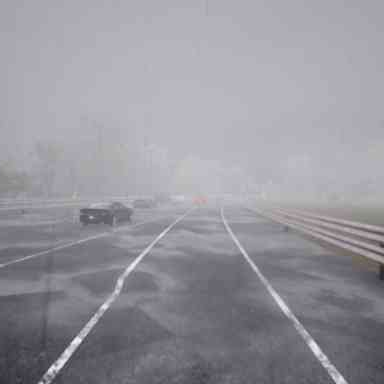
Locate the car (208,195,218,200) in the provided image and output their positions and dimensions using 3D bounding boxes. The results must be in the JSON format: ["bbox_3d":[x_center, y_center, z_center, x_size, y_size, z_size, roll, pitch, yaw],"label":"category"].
[{"bbox_3d":[5.987,1.524,94.578,1.994,1.385,4.181,0,0,14],"label":"car"}]

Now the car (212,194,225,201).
[{"bbox_3d":[7.193,1.475,84.841,2.128,1.511,4.902,0,0,14],"label":"car"}]

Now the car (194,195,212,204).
[{"bbox_3d":[1.759,1.248,60.490,2.097,1.767,4.553,0,0,12],"label":"car"}]

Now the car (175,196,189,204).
[{"bbox_3d":[-1.800,1.421,60.512,1.812,1.442,4.674,0,0,12],"label":"car"}]

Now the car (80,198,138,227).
[{"bbox_3d":[-5.300,1.299,21.263,1.882,1.535,5.008,0,0,9],"label":"car"}]

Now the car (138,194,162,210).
[{"bbox_3d":[-5.654,1.347,40.494,2.128,1.511,4.902,0,0,10],"label":"car"}]

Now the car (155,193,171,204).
[{"bbox_3d":[-5.392,1.116,60.522,2.150,2.045,5.566,0,0,12],"label":"car"}]
